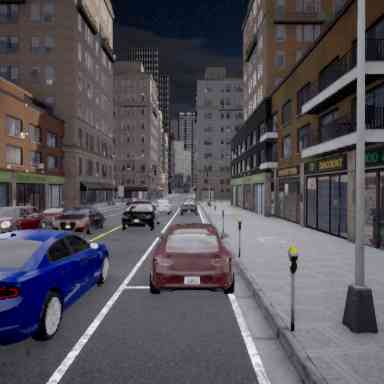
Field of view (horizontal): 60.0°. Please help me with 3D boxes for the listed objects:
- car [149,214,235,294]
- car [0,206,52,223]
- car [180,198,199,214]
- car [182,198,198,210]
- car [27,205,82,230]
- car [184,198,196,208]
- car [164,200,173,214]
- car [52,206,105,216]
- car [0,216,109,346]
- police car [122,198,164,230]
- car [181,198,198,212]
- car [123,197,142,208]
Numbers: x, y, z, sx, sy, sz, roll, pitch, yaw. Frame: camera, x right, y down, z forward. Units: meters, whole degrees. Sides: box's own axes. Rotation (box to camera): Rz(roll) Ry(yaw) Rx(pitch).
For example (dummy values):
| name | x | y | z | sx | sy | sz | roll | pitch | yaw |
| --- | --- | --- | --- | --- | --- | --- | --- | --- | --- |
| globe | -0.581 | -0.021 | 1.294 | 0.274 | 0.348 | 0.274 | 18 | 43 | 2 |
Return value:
| name | x | y | z | sx | sy | sz | roll | pitch | yaw |
| --- | --- | --- | --- | --- | --- | --- | --- | --- | --- |
| car | 0.003 | 1.523 | 8.652 | 1.812 | 1.442 | 4.674 | 0 | 0 | 0 |
| car | -8.823 | 1.435 | 16.181 | 1.967 | 1.590 | 4.097 | -1 | 0 | 0 |
| car | -0.280 | 1.537 | 32.939 | 2.008 | 1.369 | 4.403 | -1 | 0 | 0 |
| car | -0.277 | 1.543 | 44.111 | 1.947 | 1.339 | 4.313 | -1 | 0 | 0 |
| car | -8.821 | 1.575 | 21.767 | 1.802 | 1.307 | 4.206 | -1 | 0 | 0 |
| car | -0.276 | 1.554 | 49.696 | 1.802 | 1.307 | 4.206 | -1 | 0 | 0 |
| car | -3.051 | 1.511 | 34.461 | 1.812 | 1.442 | 4.674 | 0 | 0 | 0 |
| car | -6.246 | 1.558 | 18.701 | 1.994 | 1.385 | 4.181 | 0 | 0 | 0 |
| car | -3.048 | 1.476 | 6.518 | 1.882 | 1.535 | 5.008 | 0 | -1 | 0 |
| police car | -3.146 | 1.418 | 21.388 | 1.930 | 1.638 | 5.238 | 0 | 0 | 0 |
| car | -0.279 | 1.507 | 38.694 | 1.752 | 1.417 | 4.829 | -1 | 0 | 0 |
| car | -8.821 | 1.516 | 49.695 | 1.887 | 1.381 | 4.507 | -1 | 0 | 0 |
